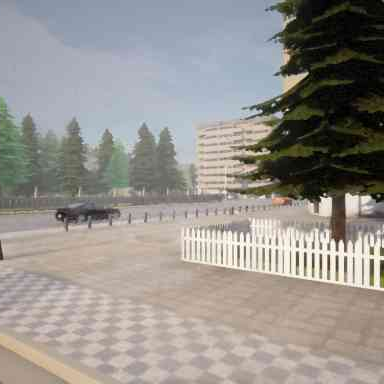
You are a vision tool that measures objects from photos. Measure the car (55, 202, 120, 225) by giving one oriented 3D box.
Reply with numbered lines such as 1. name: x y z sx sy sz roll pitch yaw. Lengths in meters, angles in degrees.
1. car: -7.531 1.477 24.544 1.882 1.535 5.008 0 0 36

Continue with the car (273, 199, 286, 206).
1. car: 15.474 1.352 56.669 2.097 1.767 4.553 0 0 36
